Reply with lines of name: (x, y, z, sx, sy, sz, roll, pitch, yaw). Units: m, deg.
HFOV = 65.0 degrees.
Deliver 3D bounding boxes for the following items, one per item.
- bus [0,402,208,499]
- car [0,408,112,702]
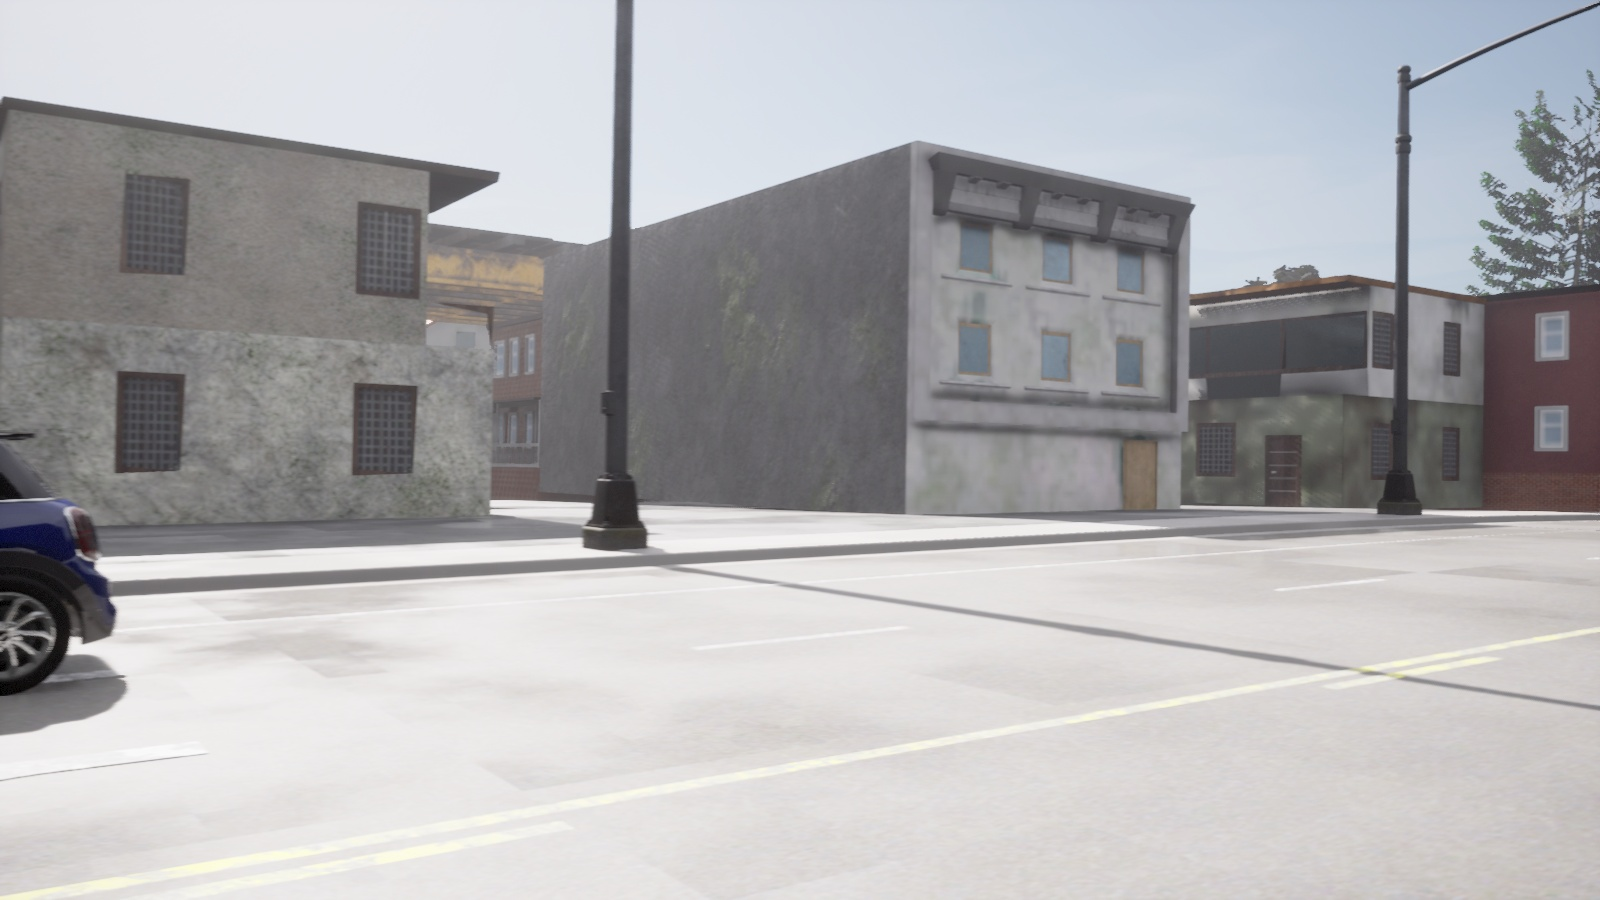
bus: (-33.666, 0.074, 58.745, 10.273, 4.253, 3.944, 1, -1, -35)
car: (-6.794, 0.636, 7.460, 4.553, 1.767, 2.097, 0, 0, -35)
